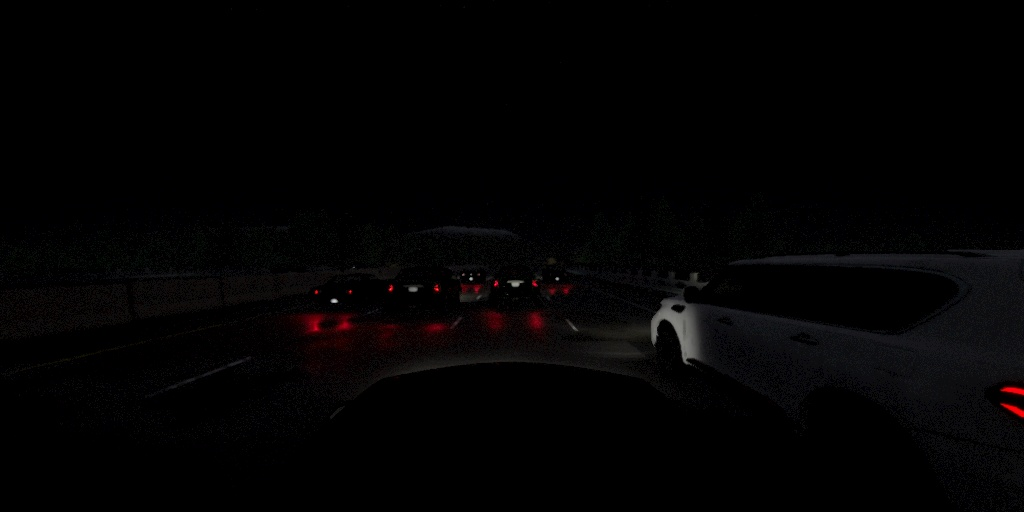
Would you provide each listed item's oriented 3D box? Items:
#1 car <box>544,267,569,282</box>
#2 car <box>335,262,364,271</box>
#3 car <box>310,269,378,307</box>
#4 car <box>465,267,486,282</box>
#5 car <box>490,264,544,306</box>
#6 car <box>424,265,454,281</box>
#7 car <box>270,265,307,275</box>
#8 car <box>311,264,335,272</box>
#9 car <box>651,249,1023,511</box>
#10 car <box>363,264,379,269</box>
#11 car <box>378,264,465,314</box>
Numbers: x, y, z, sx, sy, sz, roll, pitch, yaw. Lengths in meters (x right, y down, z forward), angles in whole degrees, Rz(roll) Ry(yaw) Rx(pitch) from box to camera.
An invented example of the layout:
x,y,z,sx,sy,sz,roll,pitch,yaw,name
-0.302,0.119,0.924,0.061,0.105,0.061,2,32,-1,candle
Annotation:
x,y,z,sx,sy,sz,roll,pitch,yaw,name
3.698,1.576,31.316,1.895,1.301,4.718,0,-1,0,car
-20.927,1.584,47.474,2.097,1.767,4.553,0,-1,0,car
-6.854,1.451,16.073,1.895,1.301,4.718,0,0,0,car
-3.302,1.575,31.352,1.895,1.301,4.718,0,-1,0,car
0.147,1.207,16.684,2.097,1.767,4.553,0,0,0,car
-6.794,1.566,33.693,1.994,1.385,4.181,0,-1,0,car
-27.939,1.780,44.933,1.895,1.301,4.718,0,-1,0,car
-24.427,1.751,47.181,1.812,1.442,4.674,0,-1,0,car
3.604,0.988,4.182,2.150,2.045,5.566,0,-1,0,car
-17.430,1.793,47.284,1.994,1.385,4.181,0,-1,0,car
-3.360,1.190,14.346,2.097,1.767,4.553,0,0,0,car
